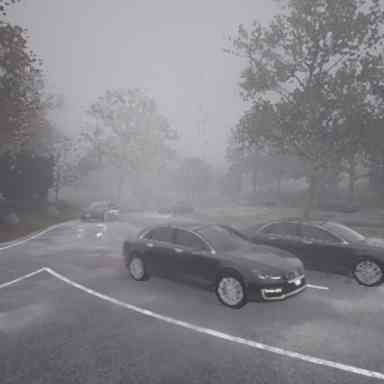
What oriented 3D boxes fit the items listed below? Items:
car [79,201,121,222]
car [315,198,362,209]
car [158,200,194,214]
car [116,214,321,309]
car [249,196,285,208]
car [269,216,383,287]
[{"bbox_3d":[-7.145,1.493,26.322,1.837,1.490,4.892,-1,0,8],"label":"car"},{"bbox_3d":[18.291,1.460,41.733,5.357,1.411,2.033,1,0,14],"label":"car"},{"bbox_3d":[-1.586,1.535,33.285,1.994,1.385,4.181,0,0,32],"label":"car"},{"bbox_3d":[0.253,1.498,8.048,4.892,1.490,1.837,0,0,43],"label":"car"},{"bbox_3d":[10.161,1.345,45.049,4.902,1.511,2.128,0,0,-8],"label":"car"},{"bbox_3d":[3.487,1.489,9.383,4.892,1.490,1.837,0,1,38],"label":"car"}]
